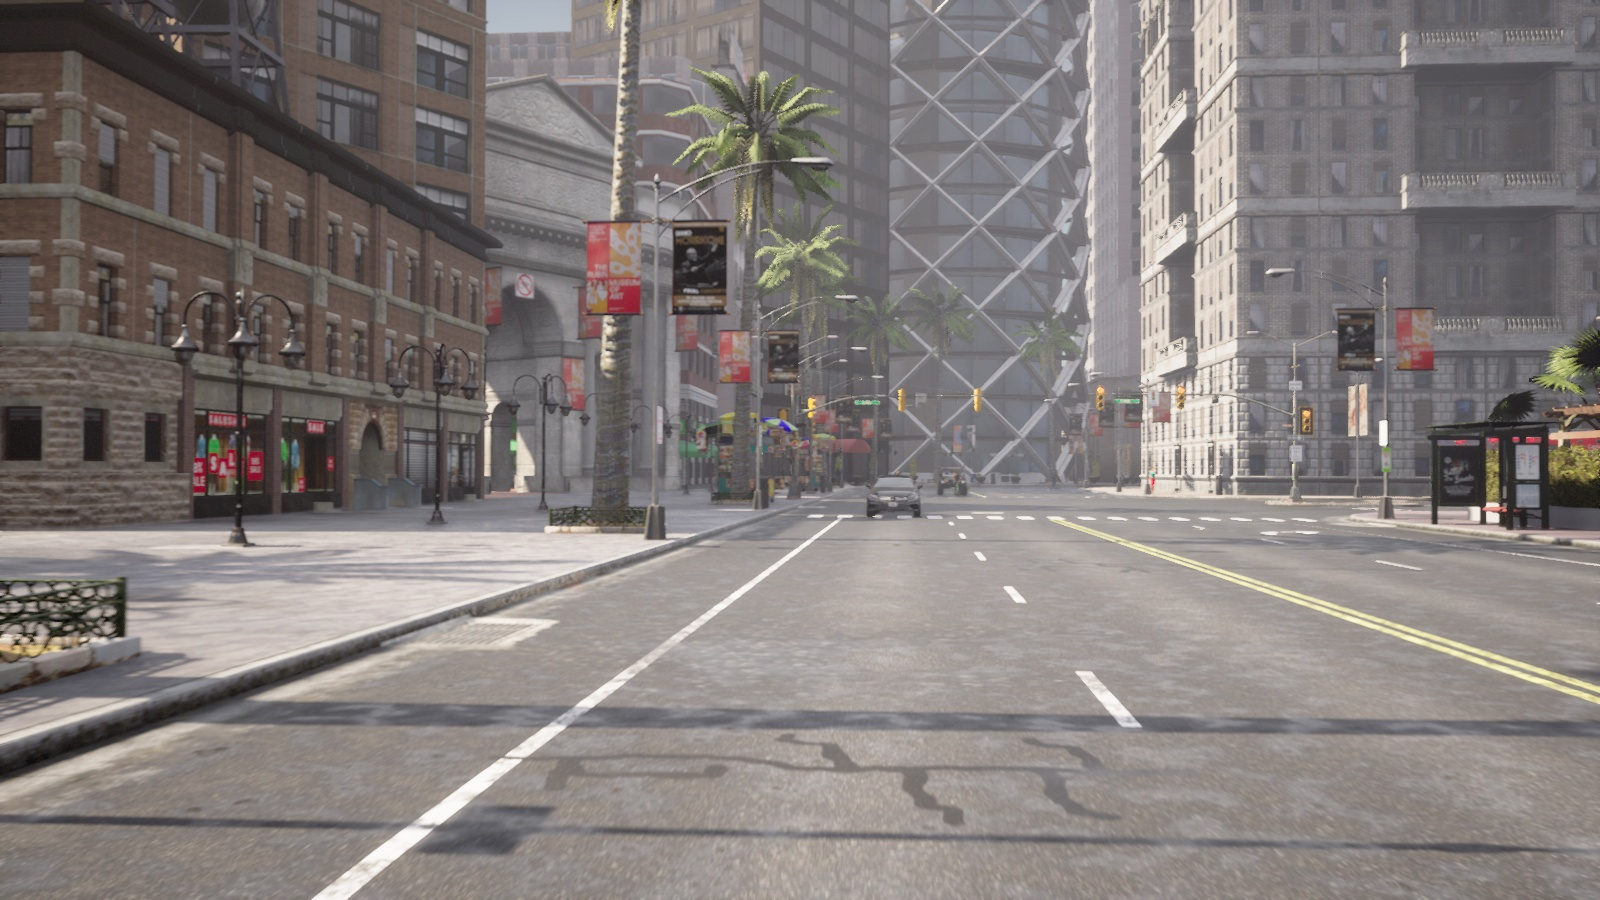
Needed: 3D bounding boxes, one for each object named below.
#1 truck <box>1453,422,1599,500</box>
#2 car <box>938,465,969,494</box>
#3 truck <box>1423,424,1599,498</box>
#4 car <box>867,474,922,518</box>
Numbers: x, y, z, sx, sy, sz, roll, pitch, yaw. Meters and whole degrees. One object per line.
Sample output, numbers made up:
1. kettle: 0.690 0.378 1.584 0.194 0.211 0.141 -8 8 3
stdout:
1. truck: 37.929 0.564 63.246 8.468 3.827 2.891 0 -1 4
2. car: 10.272 1.984 84.347 1.905 1.878 3.866 0 -1 5
3. truck: 38.143 0.621 66.739 8.468 3.827 2.891 0 -1 4
4. car: 3.347 1.564 44.003 1.812 1.442 4.674 0 -1 6
